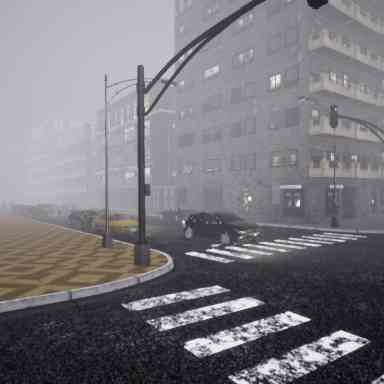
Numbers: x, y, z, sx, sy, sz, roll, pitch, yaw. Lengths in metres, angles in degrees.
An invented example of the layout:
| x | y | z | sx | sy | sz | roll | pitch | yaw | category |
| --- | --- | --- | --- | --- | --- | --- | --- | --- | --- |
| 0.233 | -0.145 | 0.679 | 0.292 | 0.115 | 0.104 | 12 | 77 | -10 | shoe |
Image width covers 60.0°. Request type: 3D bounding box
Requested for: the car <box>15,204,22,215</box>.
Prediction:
| x | y | z | sx | sy | sz | roll | pitch | yaw | category |
| --- | --- | --- | --- | --- | --- | --- | --- | --- | --- |
| -21.592 | 2.392 | 43.700 | 1.802 | 1.307 | 4.206 | -2 | 0 | -36 | car |

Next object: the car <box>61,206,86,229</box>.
| x | y | z | sx | sy | sz | roll | pitch | yaw | category |
| --- | --- | --- | --- | --- | --- | --- | --- | --- | --- |
| -8.209 | 2.002 | 25.470 | 1.947 | 1.339 | 4.313 | -2 | 0 | -36 | car |

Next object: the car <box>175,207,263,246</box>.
| x | y | z | sx | sy | sz | roll | pitch | yaw | category |
| --- | --- | --- | --- | --- | --- | --- | --- | --- | --- |
| 1.385 | 1.709 | 16.798 | 1.837 | 1.490 | 4.892 | -1 | -1 | -36 | car |

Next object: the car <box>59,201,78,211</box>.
| x | y | z | sx | sy | sz | roll | pitch | yaw | category |
| --- | --- | --- | --- | --- | --- | --- | --- | --- | --- |
| -21.534 | 2.366 | 57.775 | 1.967 | 1.590 | 4.097 | -2 | 0 | -36 | car |

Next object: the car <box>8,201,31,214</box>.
| x | y | z | sx | sy | sz | roll | pitch | yaw | category |
| --- | --- | --- | --- | --- | --- | --- | --- | --- | --- |
| -24.939 | 2.449 | 48.257 | 1.887 | 1.381 | 4.507 | -2 | 0 | -36 | car |

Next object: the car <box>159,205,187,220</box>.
| x | y | z | sx | sy | sz | roll | pitch | yaw | category |
| --- | --- | --- | --- | --- | --- | --- | --- | --- | --- |
| -1.455 | 1.915 | 30.430 | 2.008 | 1.369 | 4.403 | -2 | 0 | -36 | car |

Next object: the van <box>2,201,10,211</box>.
| x | y | z | sx | sy | sz | roll | pitch | yaw | category |
| --- | --- | --- | --- | --- | --- | --- | --- | --- | --- |
| -31.636 | 2.433 | 57.373 | 1.690 | 1.788 | 3.998 | -2 | 0 | -36 | van |

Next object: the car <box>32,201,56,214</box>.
| x | y | z | sx | sy | sz | roll | pitch | yaw | category |
| --- | --- | --- | --- | --- | --- | --- | --- | --- | --- |
| -20.910 | 2.337 | 47.312 | 1.837 | 1.490 | 4.892 | -1 | -1 | -36 | car |

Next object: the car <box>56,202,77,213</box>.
| x | y | z | sx | sy | sz | roll | pitch | yaw | category |
| --- | --- | --- | --- | --- | --- | --- | --- | --- | --- |
| -17.893 | 2.389 | 48.466 | 1.895 | 1.301 | 4.718 | -1 | -1 | -36 | car |

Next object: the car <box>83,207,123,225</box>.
| x | y | z | sx | sy | sz | roll | pitch | yaw | category |
| --- | --- | --- | --- | --- | --- | --- | --- | --- | --- |
| -8.011 | 2.068 | 29.597 | 1.895 | 1.301 | 4.718 | -1 | -1 | -36 | car |

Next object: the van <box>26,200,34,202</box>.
| x | y | z | sx | sy | sz | roll | pitch | yaw | category |
| --- | --- | --- | --- | --- | --- | --- | --- | --- | --- |
| -41.613 | 2.831 | 85.121 | 1.690 | 1.788 | 3.998 | -2 | 0 | -36 | van |

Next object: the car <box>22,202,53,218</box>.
| x | y | z | sx | sy | sz | roll | pitch | yaw | category |
| --- | --- | --- | --- | --- | --- | --- | --- | --- | --- |
| -18.247 | 2.262 | 39.142 | 1.887 | 1.381 | 4.507 | -2 | 0 | -36 | car |

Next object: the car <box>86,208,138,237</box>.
| x | y | z | sx | sy | sz | roll | pitch | yaw | category |
| --- | --- | --- | --- | --- | --- | --- | --- | --- | --- |
| -4.764 | 1.865 | 20.776 | 1.752 | 1.417 | 4.829 | -2 | 0 | -36 | car |

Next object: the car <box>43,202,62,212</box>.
| x | y | z | sx | sy | sz | roll | pitch | yaw | category |
| --- | --- | --- | --- | --- | --- | --- | --- | --- | --- |
| -23.805 | 2.518 | 56.526 | 1.994 | 1.385 | 4.181 | -1 | -1 | -37 | car |
